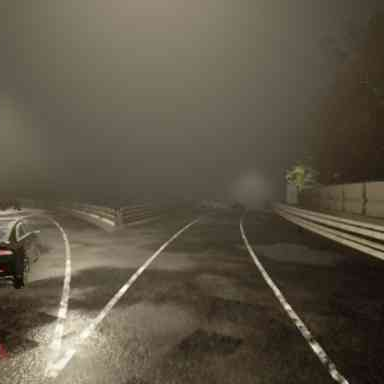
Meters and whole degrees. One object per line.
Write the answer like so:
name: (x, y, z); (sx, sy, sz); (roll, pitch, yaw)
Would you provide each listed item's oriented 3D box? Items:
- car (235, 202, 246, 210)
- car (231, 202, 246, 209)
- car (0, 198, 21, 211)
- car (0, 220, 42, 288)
car: (10.019, 2.886, 68.362); (1.812, 1.442, 4.674); (0, -4, 12)
car: (8.010, 2.372, 58.564); (1.994, 1.385, 4.181); (0, -3, 11)
car: (-21.572, 1.465, 39.321); (1.837, 1.490, 4.892); (0, 0, -36)
car: (-5.230, 1.481, 8.861); (2.128, 1.511, 4.902); (0, 0, -19)
